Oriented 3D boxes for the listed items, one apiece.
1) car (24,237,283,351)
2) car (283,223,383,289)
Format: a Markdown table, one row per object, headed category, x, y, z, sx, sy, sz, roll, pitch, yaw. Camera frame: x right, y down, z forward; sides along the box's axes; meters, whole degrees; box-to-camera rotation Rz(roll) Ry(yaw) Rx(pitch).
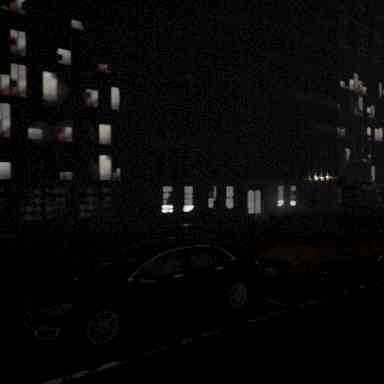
| category | x | y | z | sx | sy | sz | roll | pitch | yaw |
| --- | --- | --- | --- | --- | --- | --- | --- | --- | --- |
| car | -0.630 | 1.567 | 6.117 | 4.403 | 1.369 | 2.008 | 0 | -1 | -35 |
| car | 3.816 | 1.574 | 9.279 | 4.829 | 1.417 | 1.752 | 0 | -1 | -35 |
